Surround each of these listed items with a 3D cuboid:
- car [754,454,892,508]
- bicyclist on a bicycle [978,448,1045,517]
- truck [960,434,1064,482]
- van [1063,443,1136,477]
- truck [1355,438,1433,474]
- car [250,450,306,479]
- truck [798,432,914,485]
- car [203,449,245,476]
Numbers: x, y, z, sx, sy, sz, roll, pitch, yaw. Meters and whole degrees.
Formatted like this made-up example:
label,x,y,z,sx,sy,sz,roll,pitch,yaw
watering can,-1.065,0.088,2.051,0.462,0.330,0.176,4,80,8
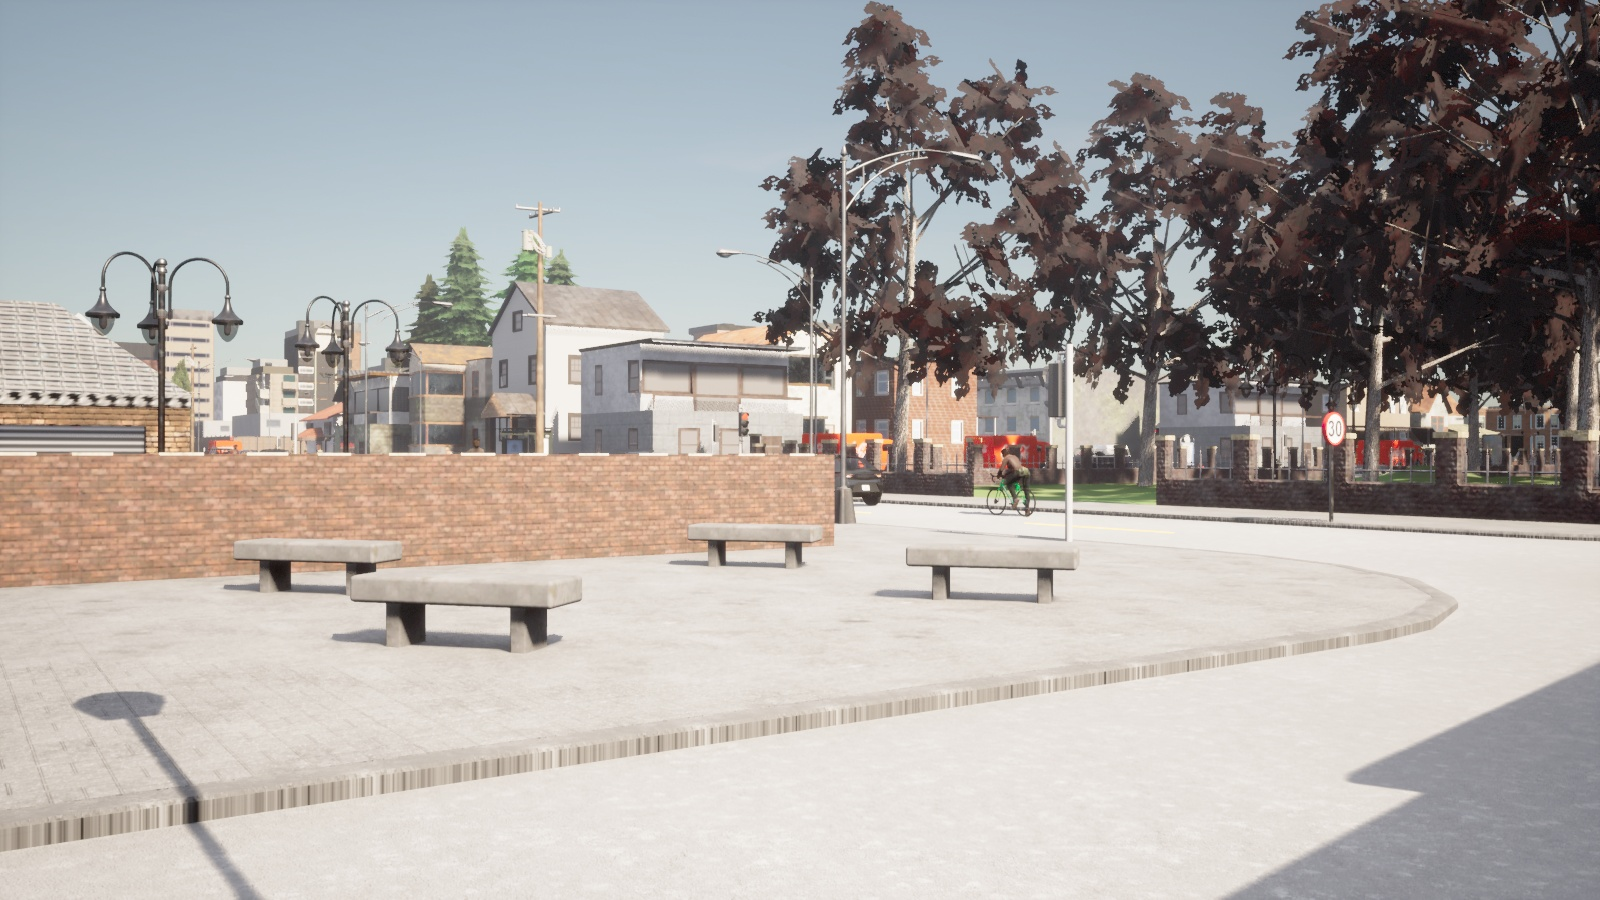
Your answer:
label,x,y,z,sx,sy,sz,roll,pitch,yaw
car,0.603,0.846,36.427,1.816,1.474,4.193,0,0,-36
bicyclist on a bicycle,5.038,0.760,30.000,0.582,1.620,1.656,0,0,-35
truck,11.362,0.398,67.218,5.204,2.467,2.627,0,0,-38
van,18.438,0.618,77.165,4.480,2.038,2.069,0,0,-40
truck,41.897,0.386,88.574,5.204,2.467,2.627,0,0,-33
car,-31.357,0.840,75.362,2.242,1.667,4.611,0,0,-35
truck,2.738,0.402,61.153,5.204,2.467,2.627,0,0,-39
car,-40.874,0.866,89.074,1.932,1.855,4.605,0,0,-35
